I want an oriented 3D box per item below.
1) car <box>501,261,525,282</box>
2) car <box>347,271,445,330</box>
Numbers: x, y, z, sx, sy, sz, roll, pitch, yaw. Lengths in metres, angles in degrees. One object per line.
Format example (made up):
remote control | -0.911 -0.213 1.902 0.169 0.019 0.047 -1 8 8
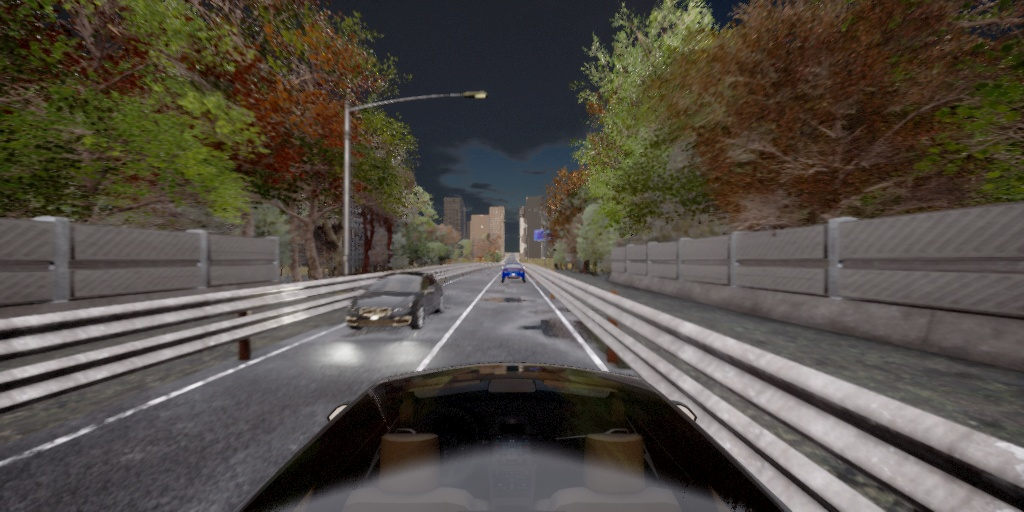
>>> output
car | 0.115 1.320 30.296 1.882 1.535 5.008 0 -1 0
car | -3.341 1.254 11.142 1.837 1.490 4.892 0 0 0
